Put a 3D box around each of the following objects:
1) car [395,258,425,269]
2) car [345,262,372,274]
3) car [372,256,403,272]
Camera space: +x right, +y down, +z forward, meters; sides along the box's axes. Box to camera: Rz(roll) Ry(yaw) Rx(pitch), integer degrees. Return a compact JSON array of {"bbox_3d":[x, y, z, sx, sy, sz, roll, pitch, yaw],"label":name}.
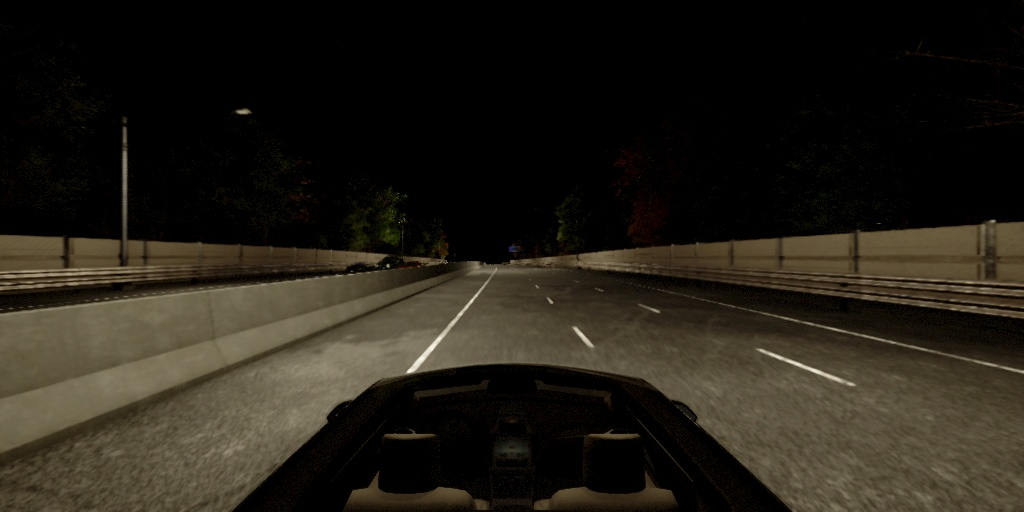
[{"bbox_3d":[-10.942,1.300,39.595,1.882,1.535,5.008,0,0,-1],"label":"car"},{"bbox_3d":[-17.988,1.404,42.874,2.033,1.411,5.357,0,0,-1],"label":"car"},{"bbox_3d":[-14.499,1.074,43.196,2.150,2.045,5.566,0,0,-1],"label":"car"}]
